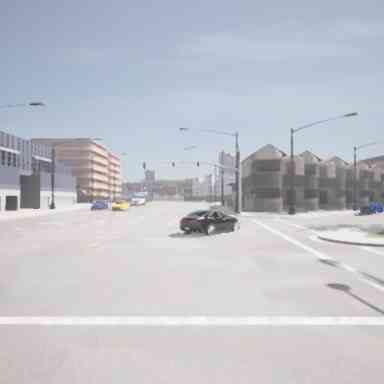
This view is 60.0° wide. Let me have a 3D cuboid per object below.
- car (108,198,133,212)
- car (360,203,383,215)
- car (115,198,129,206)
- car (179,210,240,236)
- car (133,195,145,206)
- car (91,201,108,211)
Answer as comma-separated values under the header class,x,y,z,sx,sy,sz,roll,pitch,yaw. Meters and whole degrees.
class,x,y,z,sx,sy,sz,roll,pitch,yaw
car,-10.599,2.043,49.429,1.882,1.535,5.008,0,0,0
car,24.493,2.249,45.222,1.882,1.535,5.008,-1,-2,45
car,-14.012,1.924,66.704,1.837,1.490,4.892,0,1,0
car,1.216,1.859,20.625,1.837,1.490,4.892,0,-1,38
car,-10.522,1.651,65.068,2.150,2.045,5.566,0,0,0
car,-14.094,2.083,51.060,1.812,1.442,4.674,0,0,0
